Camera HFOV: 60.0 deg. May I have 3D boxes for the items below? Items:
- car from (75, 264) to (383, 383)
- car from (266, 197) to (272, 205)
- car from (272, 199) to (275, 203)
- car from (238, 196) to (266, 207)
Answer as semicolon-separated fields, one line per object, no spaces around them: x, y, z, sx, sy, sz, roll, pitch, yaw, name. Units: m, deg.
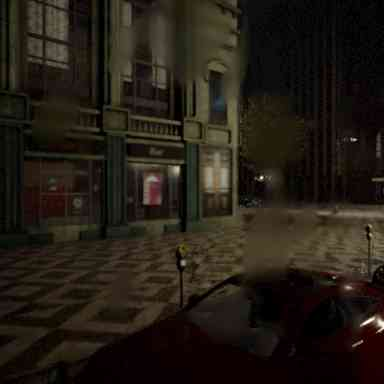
0.899;1.577;3.610;4.206;1.307;1.802;0;0;-35;car
10.394;1.588;56.346;2.033;1.411;5.357;0;0;-35;car
12.302;1.575;59.256;2.033;1.411;5.357;0;0;-35;car
8.943;1.407;52.648;2.097;1.767;4.553;0;0;-35;car
